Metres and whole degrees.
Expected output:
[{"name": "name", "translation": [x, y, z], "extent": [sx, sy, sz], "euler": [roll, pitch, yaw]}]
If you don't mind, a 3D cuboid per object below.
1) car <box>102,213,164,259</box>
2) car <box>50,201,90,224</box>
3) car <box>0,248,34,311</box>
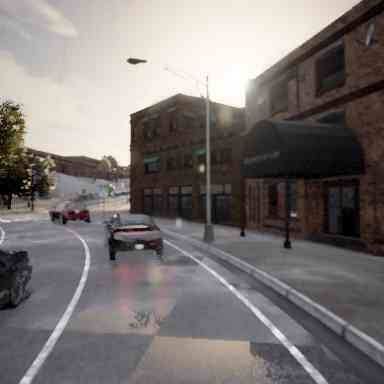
[{"name": "car", "translation": [-2.393, 1.548, 12.942], "extent": [2.128, 1.511, 4.902], "euler": [0, 0, -17]}, {"name": "car", "translation": [-9.772, 1.519, 26.455], "extent": [2.097, 1.767, 4.553], "euler": [0, -1, -36]}, {"name": "car", "translation": [-4.139, 1.588, 5.128], "extent": [2.033, 1.411, 5.357], "euler": [0, 0, -8]}]
